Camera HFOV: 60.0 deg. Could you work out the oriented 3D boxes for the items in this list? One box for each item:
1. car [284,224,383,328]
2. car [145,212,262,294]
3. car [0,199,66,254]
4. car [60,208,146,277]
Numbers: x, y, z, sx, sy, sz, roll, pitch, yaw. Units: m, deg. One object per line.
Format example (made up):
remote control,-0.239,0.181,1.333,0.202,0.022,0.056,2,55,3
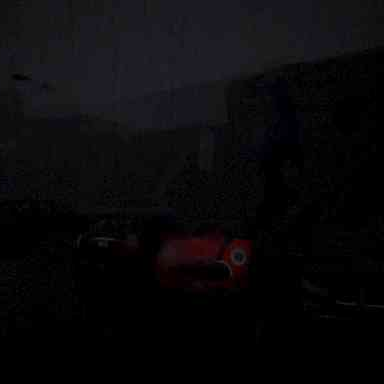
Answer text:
car,3.152,1.498,7.244,2.231,1.521,4.892,0,-1,15
car,0.716,1.388,9.013,2.185,1.767,4.553,0,-1,15
car,-6.626,1.328,14.241,2.435,2.045,5.566,-1,-1,16
car,-1.752,1.406,10.696,2.185,1.767,4.553,0,-1,15
